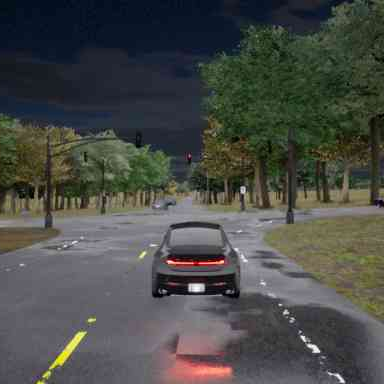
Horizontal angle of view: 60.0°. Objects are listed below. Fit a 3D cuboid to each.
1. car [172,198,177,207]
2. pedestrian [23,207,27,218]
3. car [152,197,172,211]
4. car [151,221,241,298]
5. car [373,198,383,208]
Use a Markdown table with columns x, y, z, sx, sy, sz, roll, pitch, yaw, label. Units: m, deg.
| x | y | z | sx | sy | sz | roll | pitch | yaw | label |
| --- | --- | --- | --- | --- | --- | --- | --- | --- | --- |
| -4.480 | 2.275 | 65.229 | 1.895 | 1.301 | 4.718 | 0 | -1 | -1 | car |
| -18.108 | 2.202 | 36.112 | 0.375 | 1.300 | 0.375 | 0 | 1 | 2 | pedestrian |
| -4.363 | 1.819 | 45.848 | 2.128 | 1.511 | 4.902 | 0 | -1 | 2 | car |
| 0.084 | 1.508 | 8.517 | 1.837 | 1.490 | 4.892 | 0 | 0 | 0 | car |
| 19.525 | 0.784 | 30.818 | 4.718 | 1.301 | 1.895 | -2 | -1 | 2 | car |
